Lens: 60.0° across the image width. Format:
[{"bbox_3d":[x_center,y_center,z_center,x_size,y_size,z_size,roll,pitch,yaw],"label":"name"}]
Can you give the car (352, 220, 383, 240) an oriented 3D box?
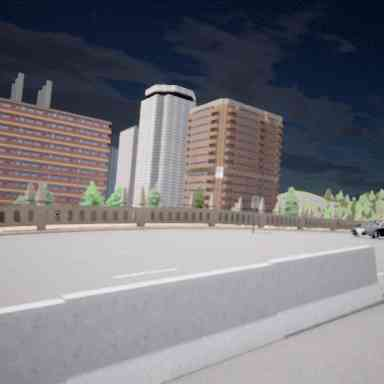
[{"bbox_3d":[15.355,3.154,27.927,4.902,1.511,2.128,6,-4,-35],"label":"car"}]
